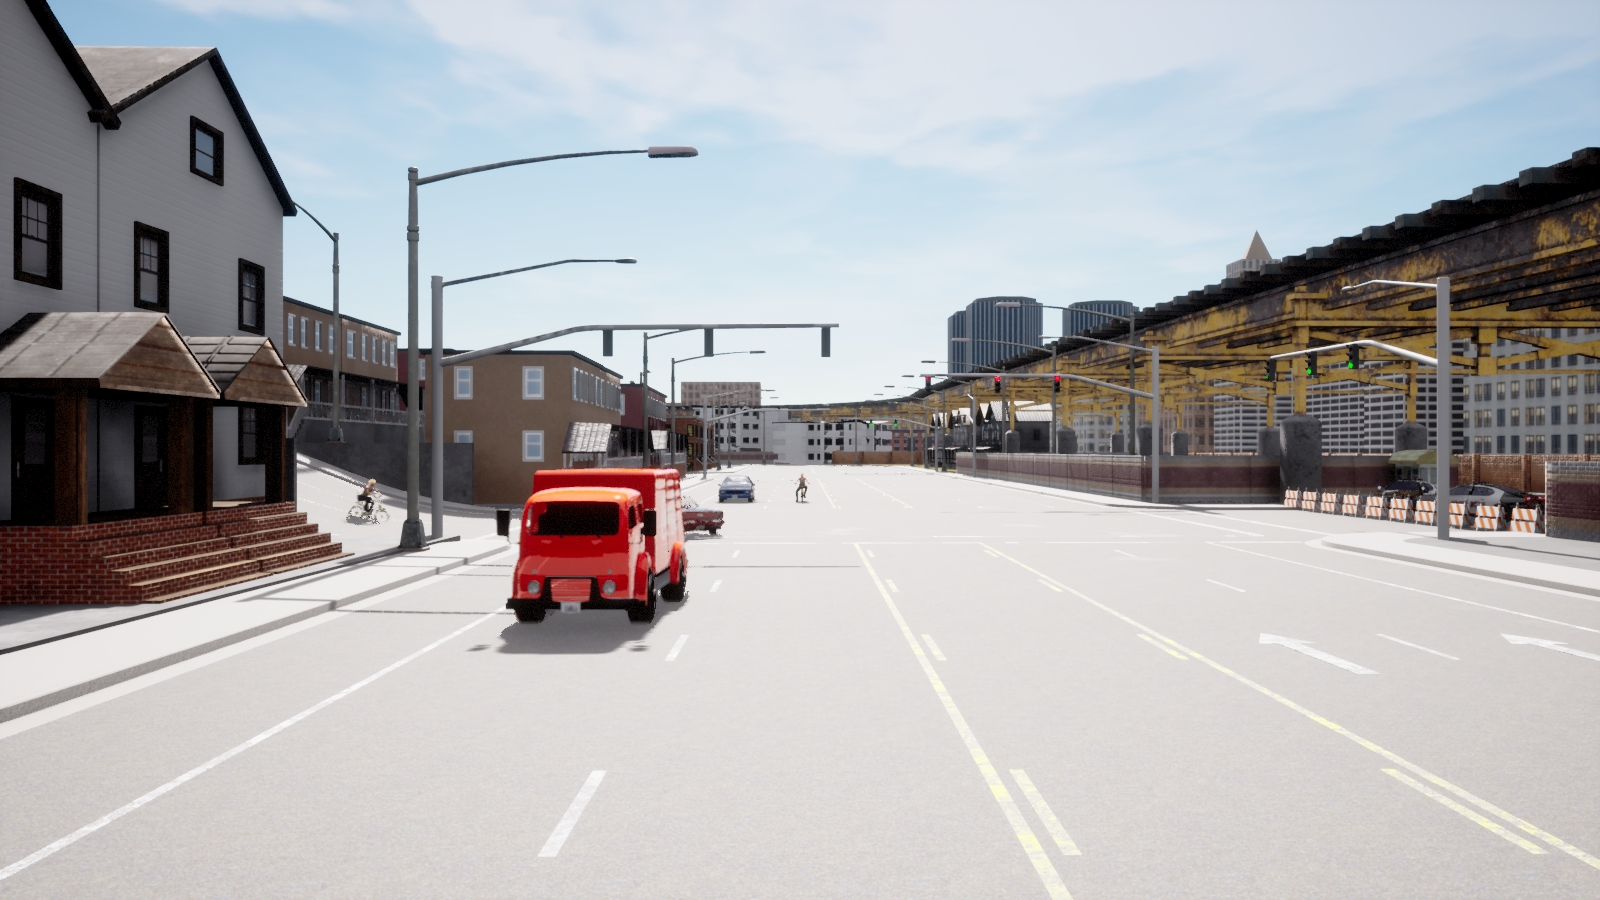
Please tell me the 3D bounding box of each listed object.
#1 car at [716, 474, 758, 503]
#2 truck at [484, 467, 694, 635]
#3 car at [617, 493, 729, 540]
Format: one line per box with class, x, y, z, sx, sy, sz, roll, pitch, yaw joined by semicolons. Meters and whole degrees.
car;-3.449;2.106;63.014;2.033;1.411;5.357;0;0;0
truck;-3.437;1.568;19.927;2.627;2.467;5.204;0;0;1
car;-4.313;2.165;38.178;1.895;1.301;4.718;0;0;-31
